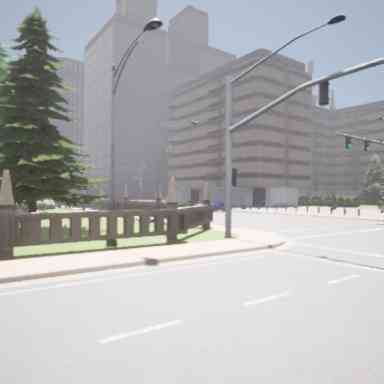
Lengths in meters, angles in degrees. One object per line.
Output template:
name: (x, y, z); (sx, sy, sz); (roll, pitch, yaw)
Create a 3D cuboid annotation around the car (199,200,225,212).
car: (2.538, 1.793, 44.484); (1.882, 1.535, 5.008); (1, -1, -35)
